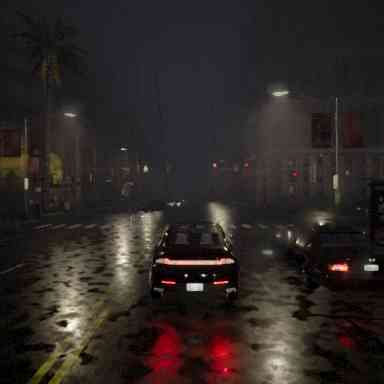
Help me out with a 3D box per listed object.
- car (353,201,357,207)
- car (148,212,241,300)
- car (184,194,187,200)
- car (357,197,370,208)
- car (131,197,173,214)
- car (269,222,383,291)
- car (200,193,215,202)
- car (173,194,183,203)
[{"bbox_3d":[26.051,1.469,48.254,5.008,1.535,1.882,0,0,0],"label":"car"},{"bbox_3d":[0.061,1.490,8.386,2.128,1.511,4.902,0,0,0],"label":"car"},{"bbox_3d":[-2.698,1.340,91.388,2.097,1.767,4.553,0,0,10],"label":"car"},{"bbox_3d":[25.431,1.497,44.744,4.892,1.490,1.837,0,0,0],"label":"car"},{"bbox_3d":[-4.448,1.520,35.532,1.812,1.442,4.674,-1,0,32],"label":"car"},{"bbox_3d":[3.565,1.546,9.087,2.033,1.411,5.357,0,0,0],"label":"car"},{"bbox_3d":[3.525,1.342,76.814,2.097,1.767,4.553,0,0,0],"label":"car"},{"bbox_3d":[-3.480,1.583,71.585,1.895,1.301,4.718,0,0,0],"label":"car"}]
